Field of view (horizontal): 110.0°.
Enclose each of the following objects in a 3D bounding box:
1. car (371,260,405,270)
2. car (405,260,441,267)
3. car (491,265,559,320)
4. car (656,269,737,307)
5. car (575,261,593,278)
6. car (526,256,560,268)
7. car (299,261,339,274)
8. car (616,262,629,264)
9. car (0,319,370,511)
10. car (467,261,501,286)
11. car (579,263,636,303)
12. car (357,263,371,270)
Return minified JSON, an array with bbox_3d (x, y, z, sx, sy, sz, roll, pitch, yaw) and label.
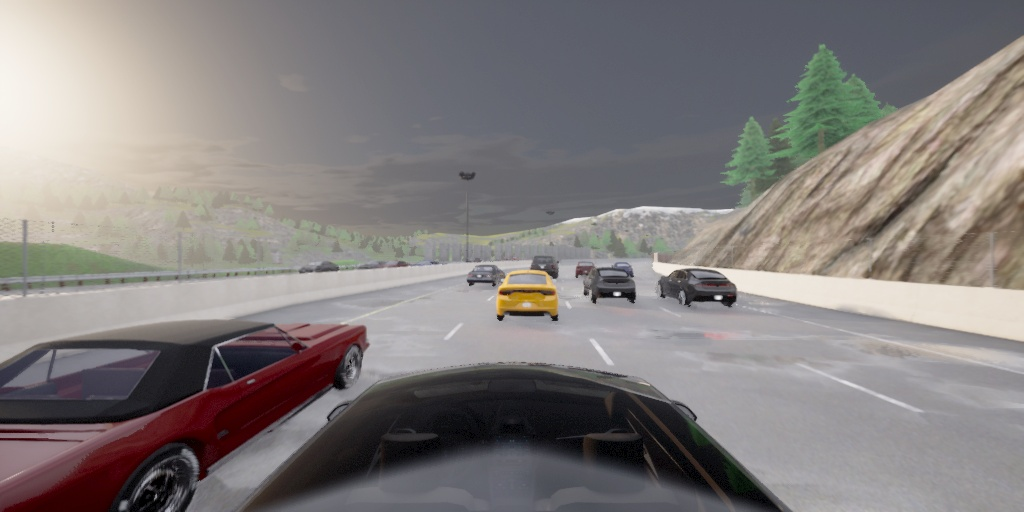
[{"bbox_3d":[-13.293,1.218,40.395,1.882,1.535,5.008,0,0,12],"label":"car"},{"bbox_3d":[-9.702,1.227,40.483,1.882,1.535,5.008,0,0,13],"label":"car"},{"bbox_3d":[0.577,1.236,12.655,1.882,1.535,5.008,0,0,4],"label":"car"},{"bbox_3d":[7.842,1.283,15.667,1.837,1.490,4.892,0,0,5],"label":"car"},{"bbox_3d":[7.137,1.266,34.691,1.882,1.535,5.008,0,0,11],"label":"car"},{"bbox_3d":[2.886,0.997,31.256,2.150,2.045,5.566,0,0,10],"label":"car"},{"bbox_3d":[-20.769,1.246,38.831,1.812,1.442,4.674,0,0,11],"label":"car"},{"bbox_3d":[10.903,1.324,35.604,1.812,1.442,4.674,0,0,12],"label":"car"},{"bbox_3d":[-3.320,1.344,3.867,1.895,1.301,4.718,0,0,1],"label":"car"},{"bbox_3d":[-1.693,1.307,24.857,2.033,1.411,5.357,0,0,8],"label":"car"},{"bbox_3d":[4.430,1.275,16.794,1.837,1.490,4.892,0,0,5],"label":"car"},{"bbox_3d":[-16.320,1.282,43.082,2.033,1.411,5.357,0,0,13],"label":"car"}]
